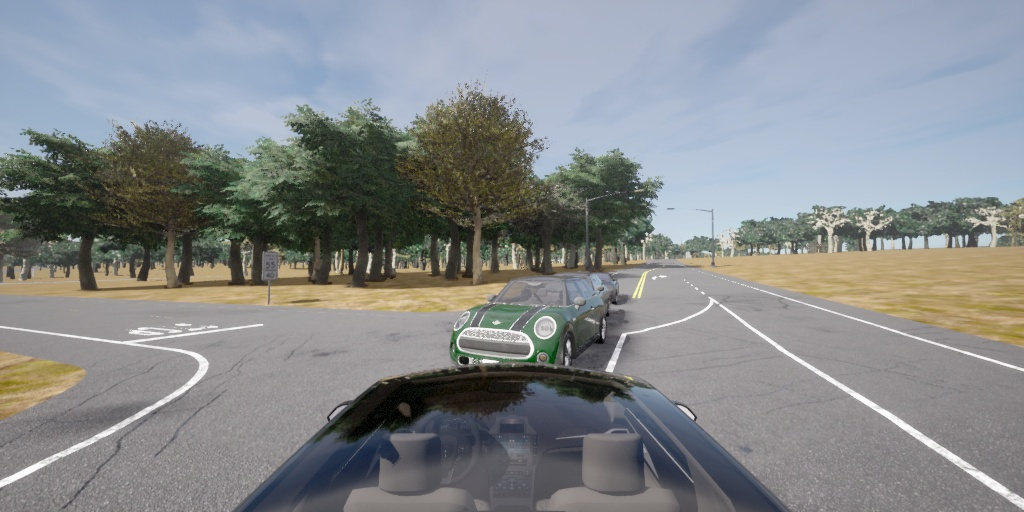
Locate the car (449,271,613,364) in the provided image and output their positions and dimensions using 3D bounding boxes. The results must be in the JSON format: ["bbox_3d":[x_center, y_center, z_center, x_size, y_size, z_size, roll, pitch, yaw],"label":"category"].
[{"bbox_3d":[0.627,1.217,7.763,2.097,1.767,4.553,-1,-2,26],"label":"car"}]

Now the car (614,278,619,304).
[{"bbox_3d":[4.236,1.508,17.800,1.994,1.385,4.181,-1,0,19],"label":"car"}]
